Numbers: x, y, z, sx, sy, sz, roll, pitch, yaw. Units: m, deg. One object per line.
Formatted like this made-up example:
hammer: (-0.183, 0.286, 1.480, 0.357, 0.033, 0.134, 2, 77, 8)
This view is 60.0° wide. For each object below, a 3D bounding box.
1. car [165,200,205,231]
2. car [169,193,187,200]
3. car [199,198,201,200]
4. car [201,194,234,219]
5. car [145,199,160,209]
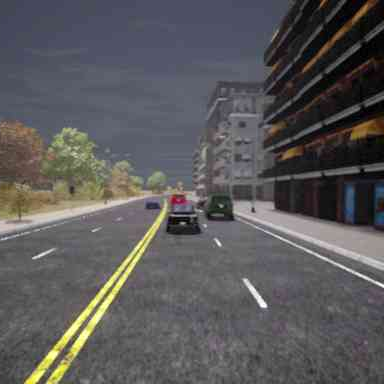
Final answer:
car: (-0.582, 1.467, 20.273, 2.128, 1.511, 4.902, 0, 0, -2)
car: (-1.910, 1.170, 45.744, 2.150, 2.045, 5.566, 1, 0, -4)
car: (1.597, 1.470, 42.774, 2.128, 1.511, 4.902, 0, 0, 0)
car: (2.261, 1.212, 28.960, 2.150, 2.045, 5.566, 0, 0, -2)
car: (-5.127, 1.535, 43.555, 1.895, 1.301, 4.718, 0, 0, -4)
